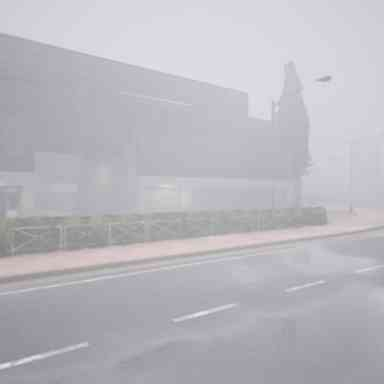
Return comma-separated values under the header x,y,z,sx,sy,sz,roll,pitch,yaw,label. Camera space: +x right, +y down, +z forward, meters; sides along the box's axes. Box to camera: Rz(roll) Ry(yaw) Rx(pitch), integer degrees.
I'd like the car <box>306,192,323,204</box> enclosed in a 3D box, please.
x,y,z,sx,sy,sz,roll,pitch,yaw,label
21.393,1.190,62.808,2.033,1.411,5.357,0,0,-25,car

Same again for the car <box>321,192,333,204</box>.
x,y,z,sx,sy,sz,roll,pitch,yaw,label
24.577,1.027,64.262,2.150,2.045,5.566,0,0,-25,car
